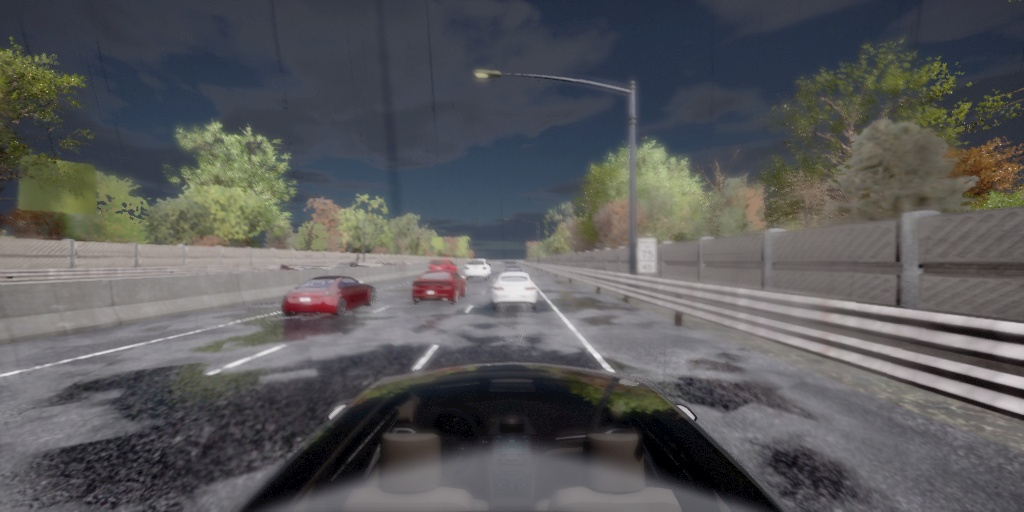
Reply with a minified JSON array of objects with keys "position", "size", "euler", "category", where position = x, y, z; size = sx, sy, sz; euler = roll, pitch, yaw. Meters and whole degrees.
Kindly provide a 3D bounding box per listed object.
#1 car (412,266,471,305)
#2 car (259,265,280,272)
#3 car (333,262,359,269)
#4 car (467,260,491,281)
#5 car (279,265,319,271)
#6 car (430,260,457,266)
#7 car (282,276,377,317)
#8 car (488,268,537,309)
[{"position":[-3.376,1.417,17.444],"size":[1.882,1.535,5.008],"euler":[0,-1,0],"category":"car"},{"position":[-24.524,1.712,37.455],"size":[1.812,1.442,4.674],"euler":[0,-1,0],"category":"car"},{"position":[-17.518,1.541,37.665],"size":[2.097,1.767,4.553],"euler":[0,-1,0],"category":"car"},{"position":[-3.327,1.393,36.122],"size":[2.150,2.045,5.566],"euler":[0,-1,0],"category":"car"},{"position":[-21.022,1.776,36.596],"size":[1.895,1.301,4.718],"euler":[0,-1,0],"category":"car"},{"position":[-6.829,1.391,35.926],"size":[2.150,2.045,5.566],"euler":[0,-1,0],"category":"car"},{"position":[-6.891,1.462,13.995],"size":[1.994,1.385,4.181],"euler":[0,-1,0],"category":"car"},{"position":[0.119,1.446,15.903],"size":[1.812,1.442,4.674],"euler":[0,-1,0],"category":"car"}]
